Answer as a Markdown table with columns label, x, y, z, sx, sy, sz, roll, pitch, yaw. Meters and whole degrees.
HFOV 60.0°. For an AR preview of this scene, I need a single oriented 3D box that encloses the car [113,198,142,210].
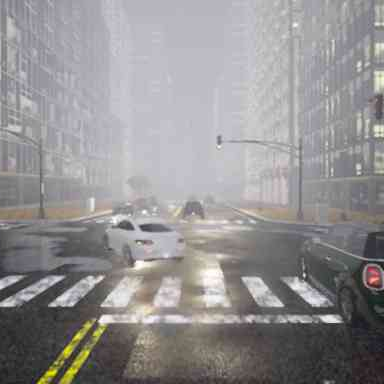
| label | x | y | z | sx | sy | sz | roll | pitch | yaw |
| --- | --- | --- | --- | --- | --- | --- | --- | --- | --- |
| car | -6.586 | 1.576 | 33.303 | 1.994 | 1.385 | 4.181 | 0 | 0 | 0 |

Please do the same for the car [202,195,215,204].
| label | x | y | z | sx | sy | sz | roll | pitch | yaw |
| --- | --- | --- | --- | --- | --- | --- | --- | --- | --- |
| car | 3.259 | 1.488 | 62.858 | 1.882 | 1.535 | 5.008 | 0 | 0 | 0 |

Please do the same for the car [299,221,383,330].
| label | x | y | z | sx | sy | sz | roll | pitch | yaw |
| --- | --- | --- | --- | --- | --- | --- | --- | --- | --- |
| car | 3.728 | 1.379 | 7.001 | 2.097 | 1.767 | 4.553 | 0 | -1 | 6 |

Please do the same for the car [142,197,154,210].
| label | x | y | z | sx | sy | sz | roll | pitch | yaw |
| --- | --- | --- | --- | --- | --- | --- | --- | --- | --- |
| car | -6.562 | 1.490 | 43.627 | 1.882 | 1.535 | 5.008 | 0 | 0 | 1 |

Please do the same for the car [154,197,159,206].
| label | x | y | z | sx | sy | sz | roll | pitch | yaw |
| --- | --- | --- | --- | --- | --- | --- | --- | --- | --- |
| car | -6.494 | 1.489 | 54.002 | 1.882 | 1.535 | 5.008 | 0 | 0 | 0 |

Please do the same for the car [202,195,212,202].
| label | x | y | z | sx | sy | sz | roll | pitch | yaw |
| --- | --- | --- | --- | --- | --- | --- | --- | --- | --- |
| car | 3.260 | 1.362 | 73.275 | 1.812 | 1.442 | 4.674 | 0 | 0 | 0 |

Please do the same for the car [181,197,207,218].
| label | x | y | z | sx | sy | sz | roll | pitch | yaw |
| --- | --- | --- | --- | --- | --- | --- | --- | --- | --- |
| car | 0.106 | 1.519 | 30.000 | 1.837 | 1.490 | 4.892 | 0 | 0 | 0 |

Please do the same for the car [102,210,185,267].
| label | x | y | z | sx | sy | sz | roll | pitch | yaw |
| --- | --- | --- | --- | --- | --- | --- | --- | --- | --- |
| car | -1.806 | 1.598 | 11.869 | 1.812 | 1.442 | 4.674 | 1 | 0 | -27 |
